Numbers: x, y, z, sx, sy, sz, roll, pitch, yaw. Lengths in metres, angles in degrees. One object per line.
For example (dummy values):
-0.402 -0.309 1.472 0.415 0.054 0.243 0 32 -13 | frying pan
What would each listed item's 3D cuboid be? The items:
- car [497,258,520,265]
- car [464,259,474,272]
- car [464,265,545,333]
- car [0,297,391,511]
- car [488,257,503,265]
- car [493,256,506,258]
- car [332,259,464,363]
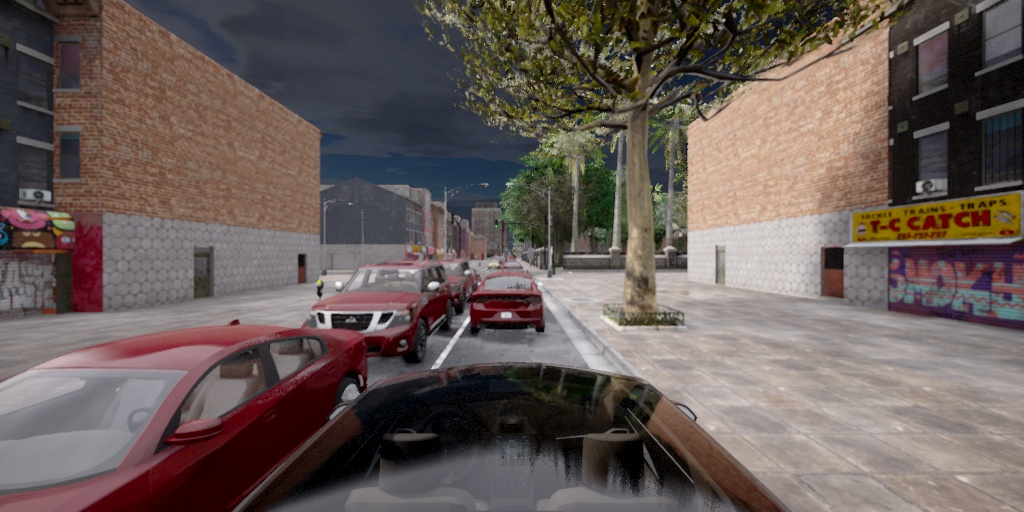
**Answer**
-0.092 1.167 30.941 1.882 1.535 5.008 0 0 -4 | car
-2.614 1.037 13.883 2.192 1.841 5.009 0 0 0 | car
-0.071 1.207 10.699 1.882 1.535 5.008 0 0 1 | car
-2.636 1.293 2.660 1.888 1.381 4.507 0 0 0 | car
-2.555 1.177 51.879 1.751 1.417 4.829 0 0 0 | car
-2.548 0.957 57.317 2.192 1.841 5.009 0 0 0 | car
-2.625 1.050 8.271 2.192 1.841 5.009 0 0 0 | car
